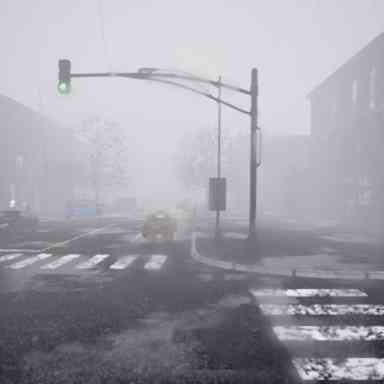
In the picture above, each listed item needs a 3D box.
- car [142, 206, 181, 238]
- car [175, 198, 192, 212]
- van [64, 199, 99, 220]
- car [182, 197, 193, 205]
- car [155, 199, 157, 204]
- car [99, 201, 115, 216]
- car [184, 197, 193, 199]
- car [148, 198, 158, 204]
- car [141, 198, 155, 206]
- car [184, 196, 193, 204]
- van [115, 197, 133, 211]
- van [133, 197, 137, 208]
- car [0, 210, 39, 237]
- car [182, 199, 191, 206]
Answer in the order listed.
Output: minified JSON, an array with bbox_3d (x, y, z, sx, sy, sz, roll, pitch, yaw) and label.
[{"bbox_3d":[-1.739,1.714,18.729,1.752,1.417,4.829,0,0,1],"label":"car"},{"bbox_3d":[-1.377,1.975,46.286,2.008,1.369,4.403,0,0,1],"label":"car"},{"bbox_3d":[-9.974,1.529,29.762,1.690,1.788,3.998,0,0,1],"label":"van"},{"bbox_3d":[-1.012,1.974,74.017,2.192,1.841,5.009,0,0,1],"label":"car"},{"bbox_3d":[-9.392,2.110,74.126,1.887,1.381,4.507,0,0,1],"label":"car"},{"bbox_3d":[-9.902,1.780,35.307,1.887,1.381,4.507,0,0,1],"label":"car"},{"bbox_3d":[-1.158,2.131,62.923,1.947,1.339,4.313,0,0,1],"label":"car"},{"bbox_3d":[-9.320,2.194,79.671,1.802,1.307,4.206,0,0,1],"label":"car"},{"bbox_3d":[-9.465,2.084,68.580,1.947,1.339,4.313,0,0,1],"label":"car"},{"bbox_3d":[-0.866,2.068,85.108,2.192,1.841,5.009,0,0,1],"label":"car"},{"bbox_3d":[-9.756,1.671,46.399,1.690,1.788,3.998,0,0,1],"label":"van"},{"bbox_3d":[-9.683,1.718,51.945,1.690,1.788,3.998,0,0,1],"label":"van"},{"bbox_3d":[-10.120,1.675,18.669,1.802,1.307,4.206,0,0,1],"label":"car"},{"bbox_3d":[-1.085,2.157,68.469,1.887,1.381,4.507,0,0,1],"label":"car"}]
